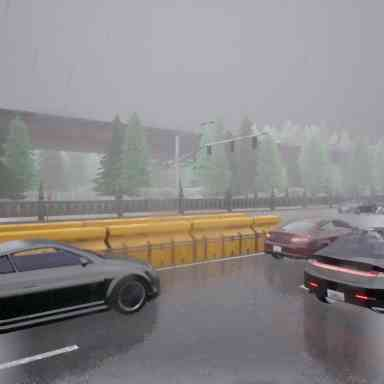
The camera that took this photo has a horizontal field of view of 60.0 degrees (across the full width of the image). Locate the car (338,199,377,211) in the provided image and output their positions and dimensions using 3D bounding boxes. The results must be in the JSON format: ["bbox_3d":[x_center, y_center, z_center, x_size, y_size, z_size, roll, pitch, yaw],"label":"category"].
[{"bbox_3d":[16.367,1.491,32.896,4.902,1.511,2.128,0,0,-36],"label":"car"}]

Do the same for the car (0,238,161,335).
[{"bbox_3d":[-2.683,1.564,6.126,4.181,1.385,1.994,0,0,-36],"label":"car"}]

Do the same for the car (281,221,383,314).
[{"bbox_3d":[4.360,1.492,6.902,4.902,1.511,2.128,0,0,-35],"label":"car"}]

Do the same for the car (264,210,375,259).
[{"bbox_3d":[4.422,1.526,11.234,4.674,1.442,1.812,0,0,-35],"label":"car"}]
